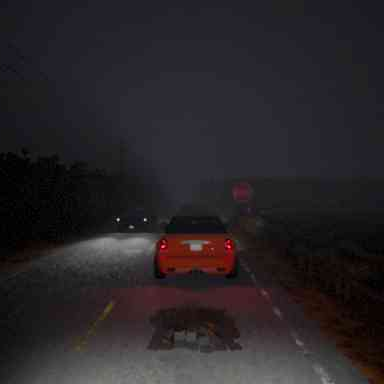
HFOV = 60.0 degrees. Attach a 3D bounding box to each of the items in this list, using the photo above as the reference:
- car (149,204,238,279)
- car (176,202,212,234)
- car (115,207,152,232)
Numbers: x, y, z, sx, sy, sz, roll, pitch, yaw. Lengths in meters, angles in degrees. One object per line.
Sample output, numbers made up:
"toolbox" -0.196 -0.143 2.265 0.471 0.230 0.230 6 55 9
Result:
"car" 0.100 1.333 10.105 2.097 1.767 4.553 0 0 0
"car" 0.093 1.436 20.036 1.882 1.535 5.008 0 0 0
"car" -3.213 1.560 19.967 1.895 1.301 4.718 0 0 0
